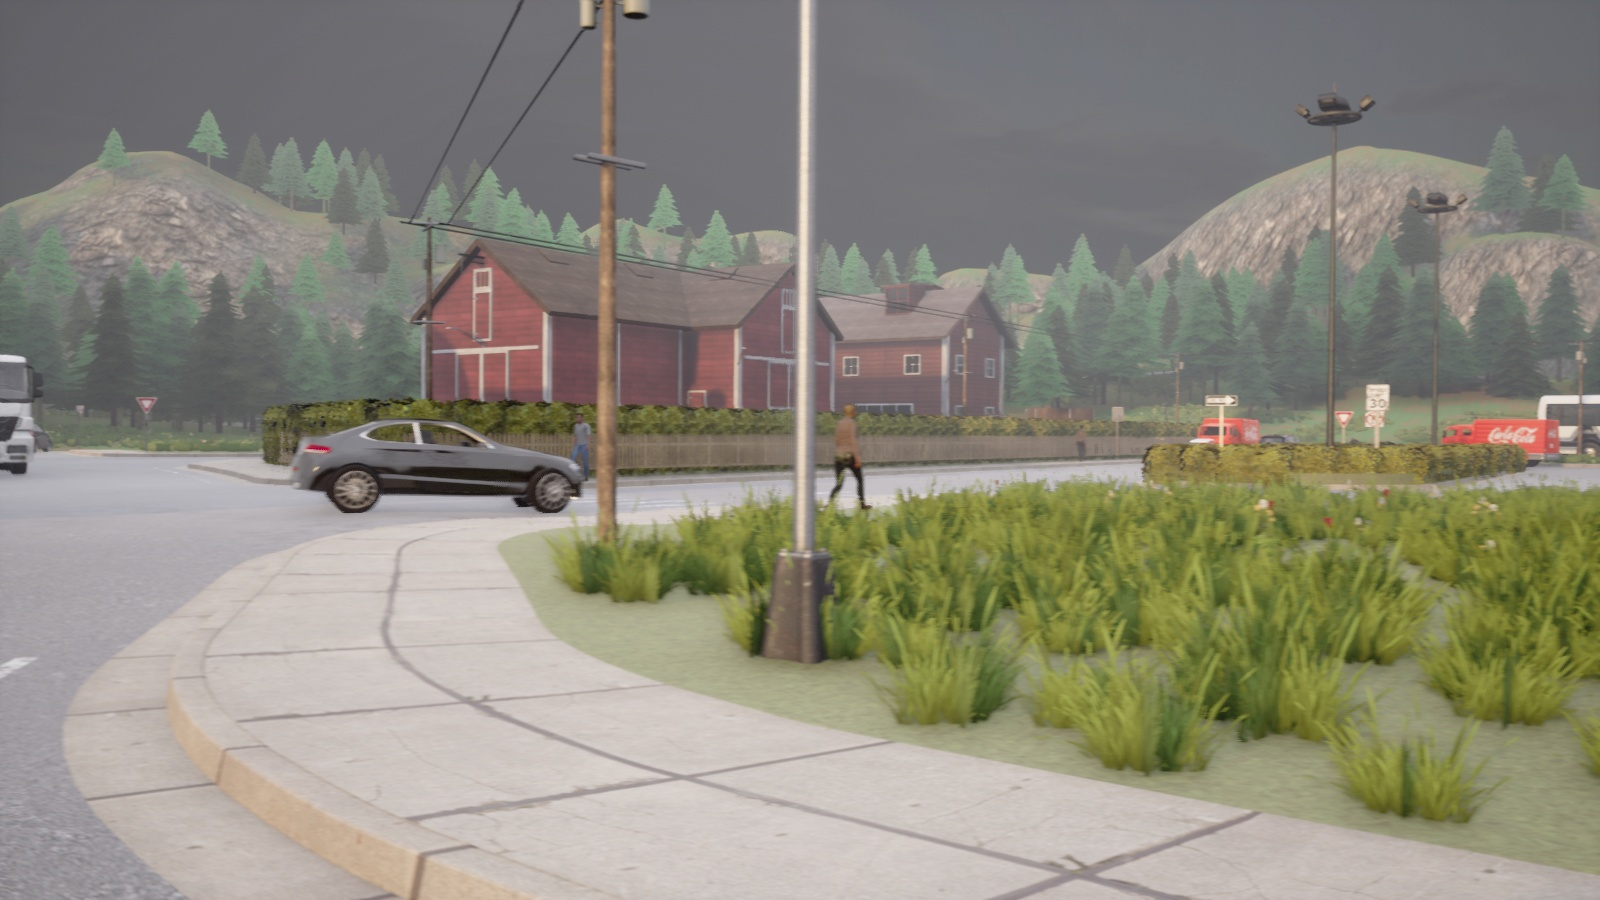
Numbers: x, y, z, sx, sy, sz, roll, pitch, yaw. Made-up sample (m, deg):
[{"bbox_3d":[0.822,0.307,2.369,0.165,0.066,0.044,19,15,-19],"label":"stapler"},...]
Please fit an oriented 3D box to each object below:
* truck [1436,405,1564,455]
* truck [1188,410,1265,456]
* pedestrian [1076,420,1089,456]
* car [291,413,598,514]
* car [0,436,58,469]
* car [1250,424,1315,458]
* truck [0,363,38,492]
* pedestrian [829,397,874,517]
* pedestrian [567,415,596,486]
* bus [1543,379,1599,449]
[{"bbox_3d":[36.236,-1.023,65.099,2.627,2.467,5.204,-1,1,-42],"label":"truck"},{"bbox_3d":[23.455,-0.937,68.941,2.627,2.467,5.204,0,1,35],"label":"truck"},{"bbox_3d":[14.062,-0.606,62.410,0.328,1.805,0.869,0,1,33],"label":"pedestrian"},{"bbox_3d":[-6.368,0.226,22.496,5.027,1.651,2.152,0,1,-24],"label":"car"},{"bbox_3d":[-37.920,0.097,61.555,1.845,1.501,3.633,-2,1,-18],"label":"car"},{"bbox_3d":[25.077,-0.486,65.154,2.033,1.649,4.856,0,1,35],"label":"car"},{"bbox_3d":[-24.327,-0.635,36.596,2.891,3.462,7.936,-1,1,-36],"label":"truck"},{"bbox_3d":[0.804,0.103,19.671,0.634,1.846,0.331,-1,1,-43],"label":"pedestrian"},{"bbox_3d":[-5.708,0.006,32.800,0.354,1.836,0.706,0,1,30],"label":"pedestrian"},{"bbox_3d":[52.163,-2.256,77.781,10.273,4.253,3.944,0,1,35],"label":"bus"}]
